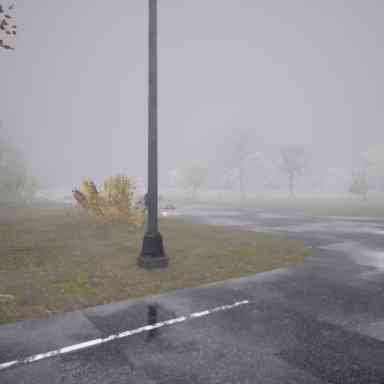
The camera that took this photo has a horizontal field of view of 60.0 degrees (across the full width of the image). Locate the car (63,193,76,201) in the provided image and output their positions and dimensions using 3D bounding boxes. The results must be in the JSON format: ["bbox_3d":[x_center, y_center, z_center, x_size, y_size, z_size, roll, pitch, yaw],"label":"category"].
[{"bbox_3d":[-22.077,0.858,60.751,1.812,1.442,4.674,-1,1,-35],"label":"car"}]

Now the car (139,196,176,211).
[{"bbox_3d":[-3.424,1.274,34.272,1.994,1.385,4.181,-1,1,-35],"label":"car"}]

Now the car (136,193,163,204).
[{"bbox_3d":[-6.553,0.925,50.902,1.882,1.535,5.008,-1,1,-35],"label":"car"}]
